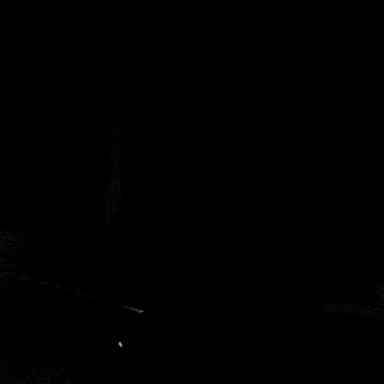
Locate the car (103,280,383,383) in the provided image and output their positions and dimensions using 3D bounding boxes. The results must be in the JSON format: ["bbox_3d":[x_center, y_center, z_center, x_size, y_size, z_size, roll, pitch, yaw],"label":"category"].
[{"bbox_3d":[1.297,1.525,2.758,4.674,1.442,1.812,0,0,35],"label":"car"}]
